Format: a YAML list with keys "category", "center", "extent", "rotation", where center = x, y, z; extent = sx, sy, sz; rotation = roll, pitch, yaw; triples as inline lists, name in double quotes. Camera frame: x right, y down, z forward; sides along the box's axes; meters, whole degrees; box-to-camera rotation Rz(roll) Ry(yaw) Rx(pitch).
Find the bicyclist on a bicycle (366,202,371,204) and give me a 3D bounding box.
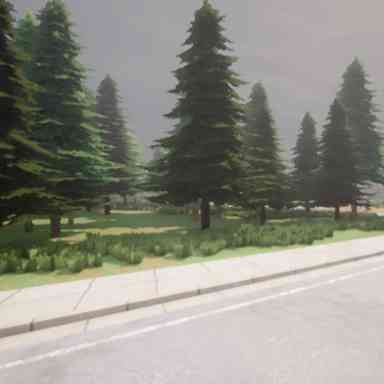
- category: "bicyclist on a bicycle"
  center: [23.245, 1.745, 43.839]
  extent: [1.656, 1.620, 0.582]
  rotation: [0, 0, -36]
